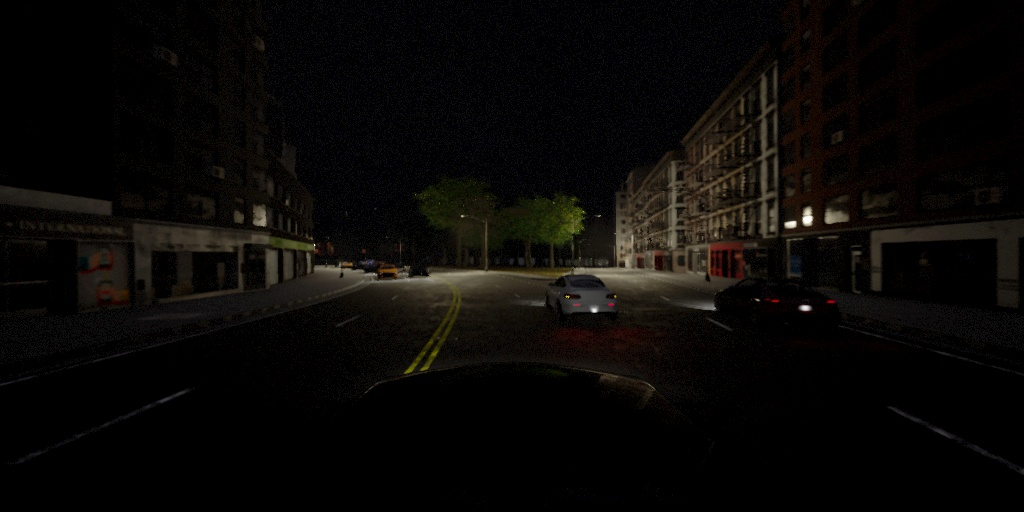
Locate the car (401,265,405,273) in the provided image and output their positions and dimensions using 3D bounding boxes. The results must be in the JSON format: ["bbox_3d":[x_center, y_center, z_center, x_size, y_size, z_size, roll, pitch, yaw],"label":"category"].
[{"bbox_3d":[-17.316,1.838,54.197,1.812,1.442,4.674,-1,0,-29],"label":"car"}]

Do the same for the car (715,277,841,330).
[{"bbox_3d":[8.082,1.356,11.374,1.994,1.385,4.181,0,-1,11],"label":"car"}]

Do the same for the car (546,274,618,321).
[{"bbox_3d":[2.347,1.365,12.804,1.812,1.442,4.674,0,-1,-2],"label":"car"}]

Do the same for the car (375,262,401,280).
[{"bbox_3d":[-13.084,1.661,37.678,1.882,1.535,5.008,-1,0,-21],"label":"car"}]

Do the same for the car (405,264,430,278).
[{"bbox_3d":[-10.371,1.646,39.769,1.837,1.490,4.892,-1,-1,-22],"label":"car"}]

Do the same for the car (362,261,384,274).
[{"bbox_3d":[-20.721,1.913,53.598,1.994,1.385,4.181,-1,0,-30],"label":"car"}]
